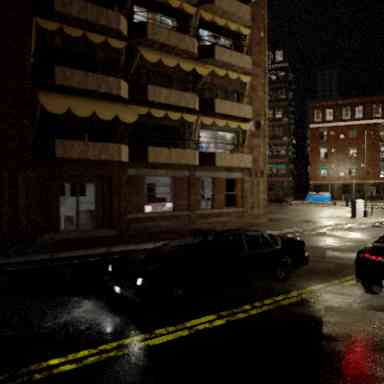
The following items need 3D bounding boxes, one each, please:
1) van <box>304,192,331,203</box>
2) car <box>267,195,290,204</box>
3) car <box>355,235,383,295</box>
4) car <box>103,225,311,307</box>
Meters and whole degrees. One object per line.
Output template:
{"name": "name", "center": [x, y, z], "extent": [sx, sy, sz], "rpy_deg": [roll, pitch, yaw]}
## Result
{"name": "van", "center": [20.687, 0.943, 54.572], "extent": [3.998, 1.788, 1.690], "rpy_deg": [1, 0, 22]}
{"name": "car", "center": [12.256, 1.160, 48.905], "extent": [4.206, 1.307, 1.802], "rpy_deg": [1, 0, 22]}
{"name": "car", "center": [5.618, 1.498, 7.556], "extent": [4.902, 1.511, 2.128], "rpy_deg": [0, 0, -36]}
{"name": "car", "center": [0.674, 1.556, 8.184], "extent": [5.357, 1.411, 2.033], "rpy_deg": [0, 0, -36]}
